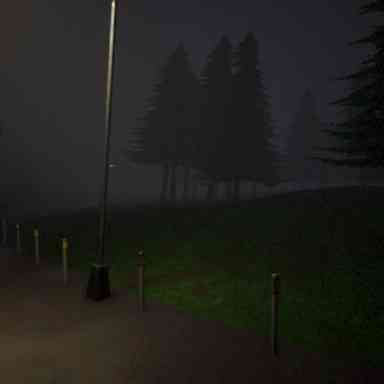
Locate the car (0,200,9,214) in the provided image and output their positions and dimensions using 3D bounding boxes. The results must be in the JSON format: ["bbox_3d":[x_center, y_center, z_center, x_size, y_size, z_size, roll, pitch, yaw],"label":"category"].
[{"bbox_3d":[-21.569,1.497,36.082,2.097,1.767,4.553,4,-2,-9],"label":"car"}]
